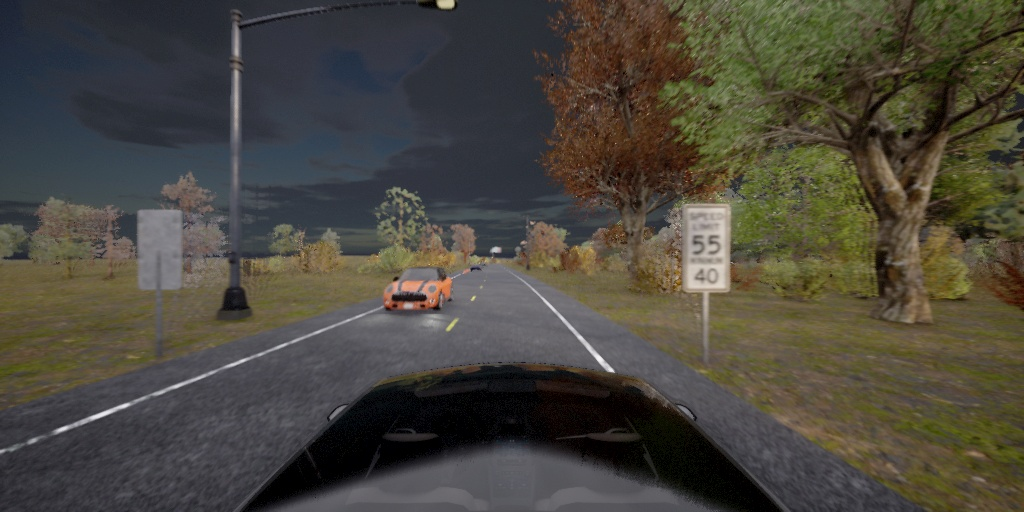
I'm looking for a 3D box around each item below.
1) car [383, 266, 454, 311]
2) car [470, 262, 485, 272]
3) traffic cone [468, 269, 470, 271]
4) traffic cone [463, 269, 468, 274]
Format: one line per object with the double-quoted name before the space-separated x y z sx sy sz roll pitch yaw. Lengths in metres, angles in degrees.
"car" -3.761 1.226 15.126 2.097 1.767 4.553 0 -1 -1
"car" -5.672 1.876 57.117 1.895 1.301 4.718 0 -1 -3
"traffic cone" -6.901 2.211 54.859 0.340 0.580 0.340 0 0 -3
"traffic cone" -6.610 2.161 49.868 0.340 0.580 0.340 0 0 -3
